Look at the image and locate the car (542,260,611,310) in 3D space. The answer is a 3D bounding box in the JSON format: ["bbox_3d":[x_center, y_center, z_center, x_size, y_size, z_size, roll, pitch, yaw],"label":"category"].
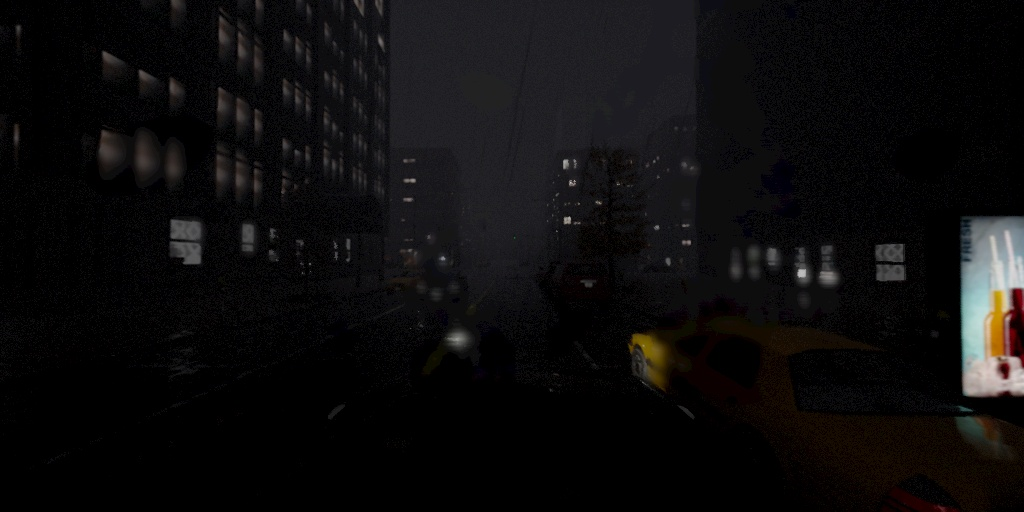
[{"bbox_3d":[2.685,1.111,14.953,2.192,1.841,5.009,0,0,0],"label":"car"}]

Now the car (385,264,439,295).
[{"bbox_3d":[-5.698,1.341,20.340,1.751,1.417,4.829,0,0,0],"label":"car"}]

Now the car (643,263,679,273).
[{"bbox_3d":[20.808,1.670,50.788,4.097,1.591,1.967,0,0,0],"label":"car"}]

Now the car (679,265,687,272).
[{"bbox_3d":[26.215,1.953,59.145,4.829,1.417,1.751,0,0,0],"label":"car"}]

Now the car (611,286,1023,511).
[{"bbox_3d":[2.692,1.283,4.005,1.751,1.417,4.829,0,0,0],"label":"car"}]

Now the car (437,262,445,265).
[{"bbox_3d":[-5.701,1.275,26.069,1.967,1.591,4.097,0,0,0],"label":"car"}]

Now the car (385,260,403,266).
[{"bbox_3d":[-17.289,1.180,50.447,4.507,1.381,1.888,0,0,0],"label":"car"}]

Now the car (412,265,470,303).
[{"bbox_3d":[-3.108,1.329,17.085,1.812,1.442,4.674,0,0,0],"label":"car"}]

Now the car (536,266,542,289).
[{"bbox_3d":[2.682,1.130,20.513,2.192,1.841,5.009,0,0,0],"label":"car"}]
